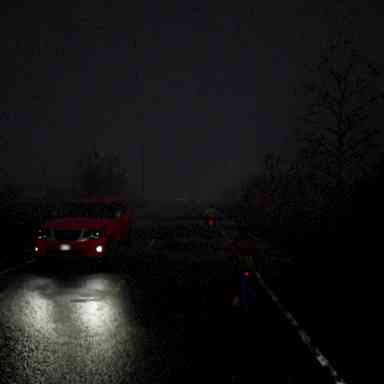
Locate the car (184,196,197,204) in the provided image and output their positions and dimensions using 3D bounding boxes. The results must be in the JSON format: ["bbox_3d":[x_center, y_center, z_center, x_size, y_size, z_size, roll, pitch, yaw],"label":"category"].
[{"bbox_3d":[0.043,1.587,62.892,2.033,1.411,5.357,0,0,0],"label":"car"}]

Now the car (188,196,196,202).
[{"bbox_3d":[-0.022,1.660,77.655,1.895,1.301,4.718,0,0,0],"label":"car"}]

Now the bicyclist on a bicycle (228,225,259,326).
[{"bbox_3d":[0.958,1.452,6.122,0.582,1.620,1.656,0,0,0],"label":"bicyclist on a bicycle"}]

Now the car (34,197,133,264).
[{"bbox_3d":[-3.603,1.221,12.219,2.150,2.045,5.566,0,0,0],"label":"car"}]

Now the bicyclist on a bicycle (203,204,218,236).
[{"bbox_3d":[0.985,1.438,17.416,0.866,1.612,1.509,0,0,0],"label":"bicyclist on a bicycle"}]
